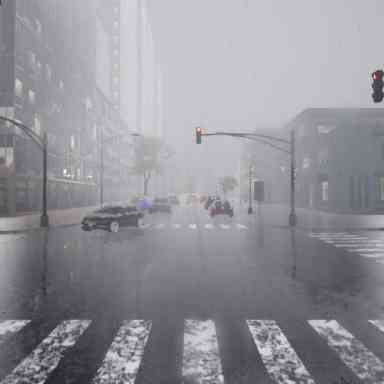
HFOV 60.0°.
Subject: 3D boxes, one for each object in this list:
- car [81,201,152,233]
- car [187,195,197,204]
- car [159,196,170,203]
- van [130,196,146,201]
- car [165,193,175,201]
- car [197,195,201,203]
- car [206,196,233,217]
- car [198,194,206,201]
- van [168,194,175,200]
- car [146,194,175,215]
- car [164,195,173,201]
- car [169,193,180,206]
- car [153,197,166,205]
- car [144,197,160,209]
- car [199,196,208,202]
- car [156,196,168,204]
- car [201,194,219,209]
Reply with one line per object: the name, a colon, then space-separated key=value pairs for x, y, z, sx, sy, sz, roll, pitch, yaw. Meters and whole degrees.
car: x=-4.513 y=1.511 z=19.782 sx=1.837 sy=1.490 sz=4.892 roll=1 pitch=0 yaw=20
car: x=0.040 y=1.357 z=66.413 sx=2.097 sy=1.767 sz=4.553 roll=0 pitch=0 yaw=0
car: x=-5.742 y=1.571 z=70.717 sx=1.947 sy=1.339 sz=4.313 roll=1 pitch=0 yaw=0
van: x=-5.707 y=1.345 z=36.673 sx=1.690 sy=1.788 sz=3.998 roll=1 pitch=0 yaw=0
car: x=-5.753 y=1.321 z=87.739 sx=2.192 sy=1.841 sz=5.009 roll=1 pitch=0 yaw=0
car: x=2.648 y=1.320 z=65.089 sx=2.192 sy=1.841 sz=5.009 roll=1 pitch=0 yaw=0
car: x=2.677 y=1.444 z=31.045 sx=1.967 sy=1.590 sz=4.097 roll=1 pitch=0 yaw=0
car: x=2.624 y=1.446 z=87.785 sx=1.967 sy=1.590 sz=4.097 roll=1 pitch=0 yaw=0
van: x=-5.758 y=1.347 z=93.413 sx=1.690 sy=1.788 sz=3.998 roll=1 pitch=0 yaw=0
car: x=-3.130 y=1.356 z=33.946 sx=2.097 sy=1.767 sz=4.553 roll=0 pitch=0 yaw=0
car: x=-5.752 y=1.556 z=82.065 sx=2.008 sy=1.369 sz=4.403 roll=1 pitch=0 yaw=0
car: x=-3.124 y=1.357 z=54.647 sx=2.097 sy=1.767 sz=4.553 roll=0 pitch=0 yaw=0
car: x=-5.732 y=1.587 z=59.369 sx=1.802 sy=1.307 sz=4.206 roll=1 pitch=0 yaw=0
car: x=-5.720 y=1.530 z=47.851 sx=1.752 sy=1.417 sz=4.829 roll=1 pitch=0 yaw=0
car: x=2.633 y=1.571 z=76.437 sx=1.947 sy=1.339 sz=4.313 roll=1 pitch=0 yaw=0
car: x=-5.737 y=1.571 z=65.043 sx=1.947 sy=1.339 sz=4.313 roll=1 pitch=0 yaw=0
car: x=2.669 y=1.320 z=42.393 sx=2.192 sy=1.841 sz=5.009 roll=1 pitch=0 yaw=0
